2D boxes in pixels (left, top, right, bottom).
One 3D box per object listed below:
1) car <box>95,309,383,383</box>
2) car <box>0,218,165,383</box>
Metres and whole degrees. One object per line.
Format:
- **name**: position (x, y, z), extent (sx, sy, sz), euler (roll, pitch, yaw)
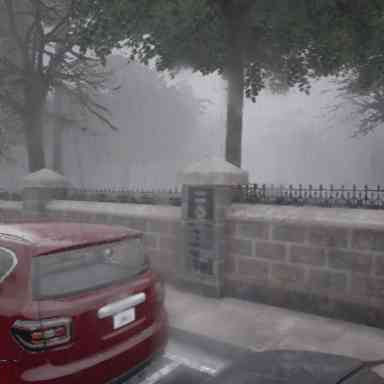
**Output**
- **car**: position (1.834, 1.551, 1.486), extent (4.403, 1.369, 2.008), euler (0, 1, 36)
- **car**: position (-2.606, 1.314, 4.646), extent (5.009, 1.841, 2.192), euler (0, 1, 36)
